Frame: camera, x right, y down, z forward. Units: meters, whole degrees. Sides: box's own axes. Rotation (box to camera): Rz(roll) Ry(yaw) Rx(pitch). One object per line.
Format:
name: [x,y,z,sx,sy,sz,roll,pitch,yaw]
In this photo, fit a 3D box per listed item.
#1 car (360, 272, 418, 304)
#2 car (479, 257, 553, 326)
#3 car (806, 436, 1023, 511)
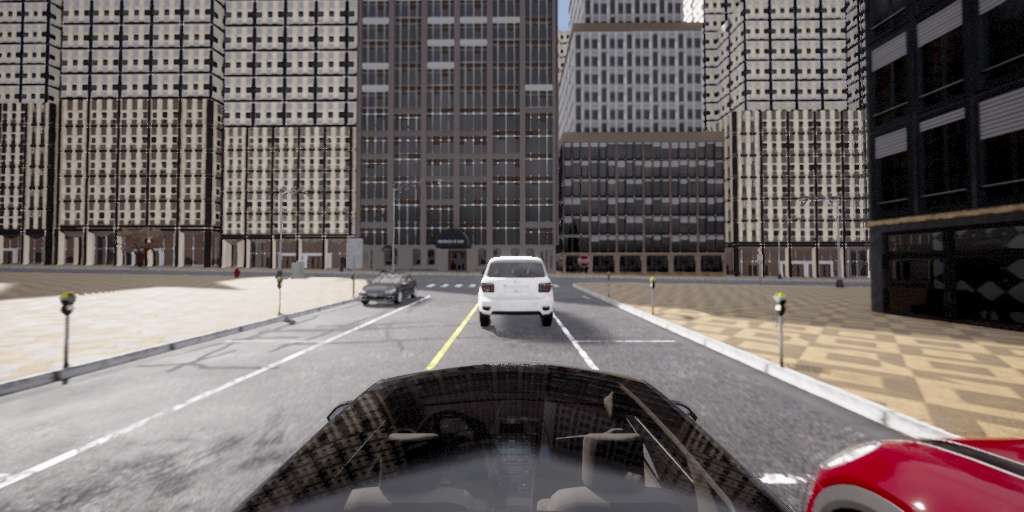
car: [-5.823,1.480,17.379,2.007,1.370,4.403,0,0,0]
car: [0.102,1.087,12.303,2.150,2.045,5.566,0,-1,0]
car: [2.693,1.175,0.448,1.967,1.591,4.097,0,0,0]
